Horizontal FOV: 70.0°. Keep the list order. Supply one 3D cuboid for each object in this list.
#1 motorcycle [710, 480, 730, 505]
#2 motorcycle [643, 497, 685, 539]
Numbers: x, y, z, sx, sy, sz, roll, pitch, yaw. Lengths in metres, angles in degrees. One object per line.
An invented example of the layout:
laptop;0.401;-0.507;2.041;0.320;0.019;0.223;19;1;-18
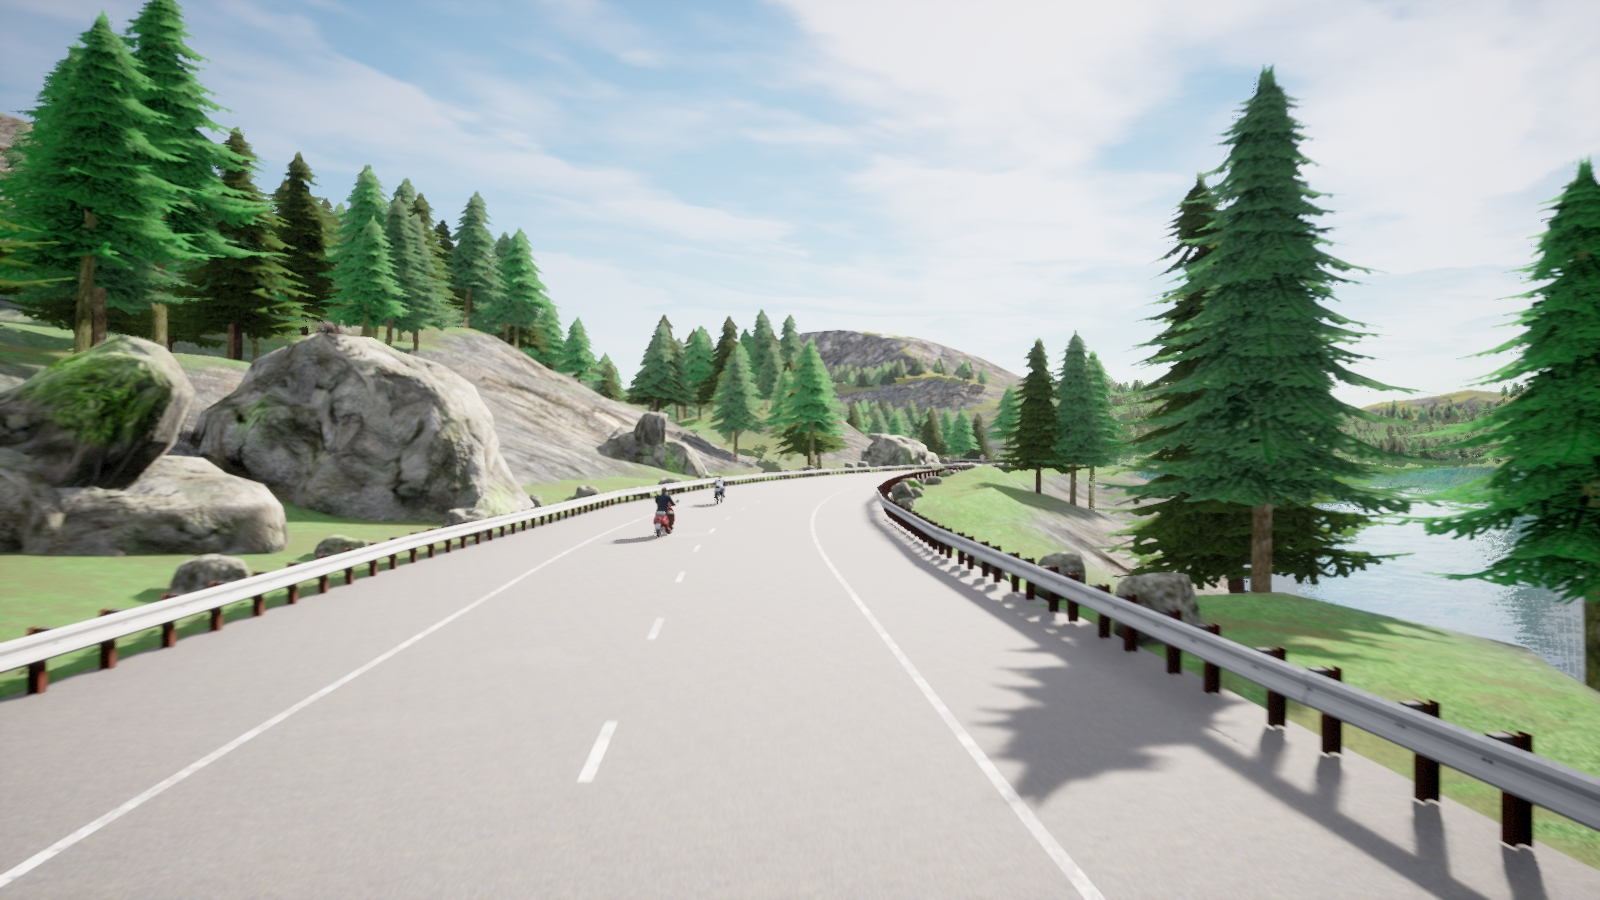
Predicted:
motorcycle;-4.119;2.178;59.009;0.803;1.217;2.033;0;0;4
motorcycle;-4.392;2.184;36.978;0.856;1.236;1.805;1;0;9
